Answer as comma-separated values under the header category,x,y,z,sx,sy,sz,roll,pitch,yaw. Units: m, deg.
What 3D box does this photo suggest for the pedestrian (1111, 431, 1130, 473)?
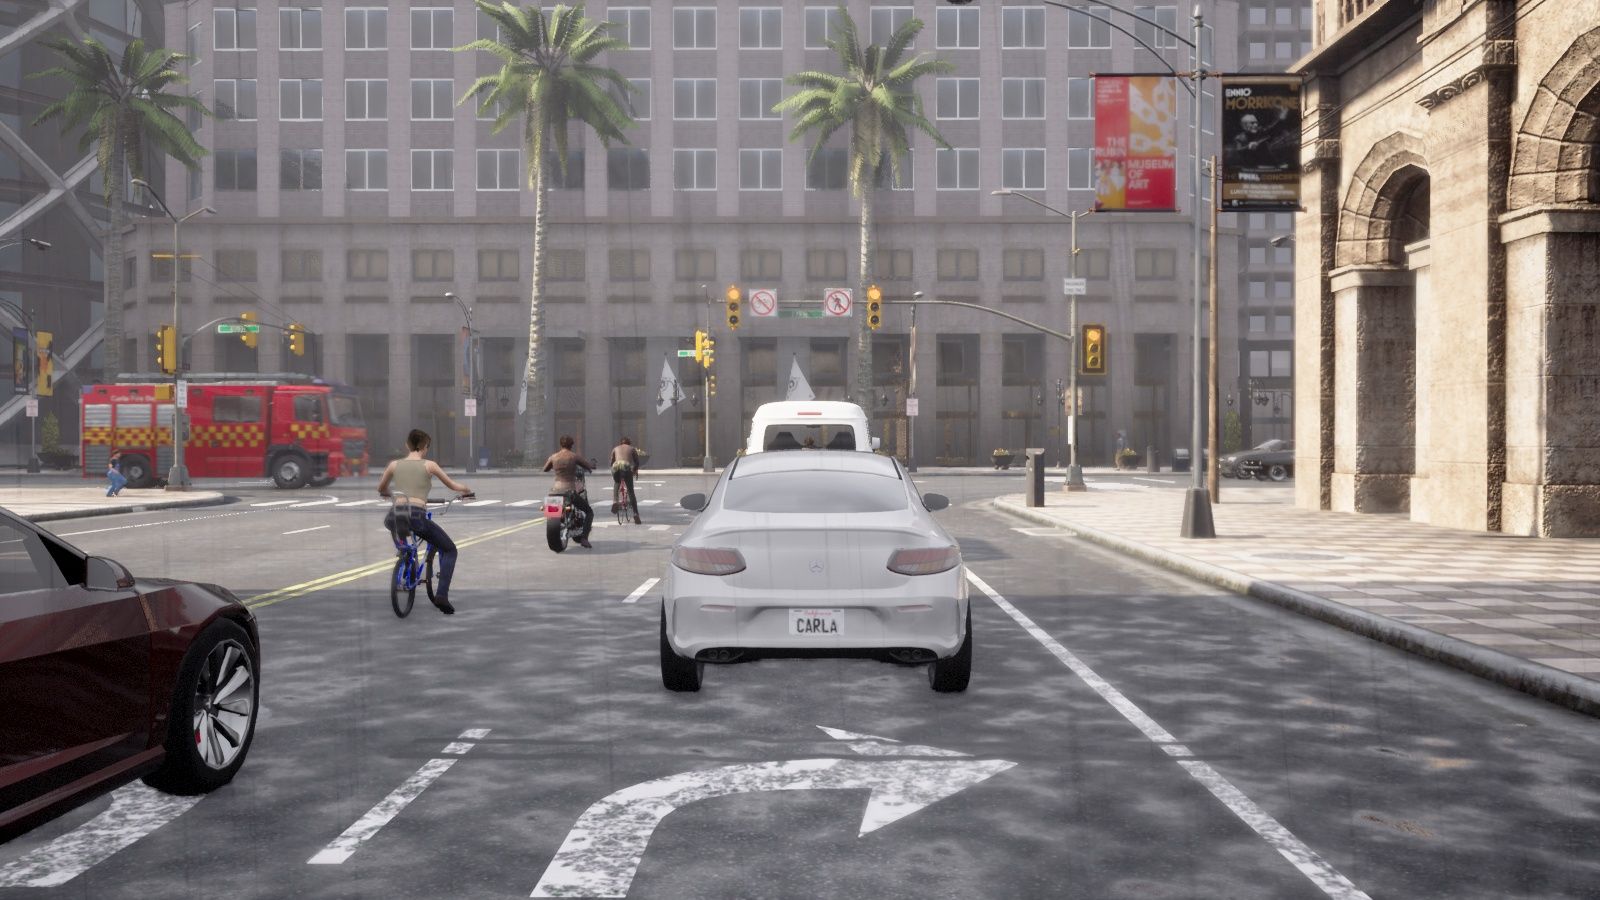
category,x,y,z,sx,sy,sz,roll,pitch,yaw
pedestrian,14.897,0.086,58.377,0.788,1.949,0.423,0,0,-7

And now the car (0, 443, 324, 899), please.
category,x,y,z,sx,sy,sz,roll,pitch,yaw
car,-3.449,0.722,3.799,2.163,1.488,4.792,0,0,1

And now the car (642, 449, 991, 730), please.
category,x,y,z,sx,sy,sz,roll,pitch,yaw
car,0.104,0.722,8.867,1.812,1.442,4.674,0,0,0

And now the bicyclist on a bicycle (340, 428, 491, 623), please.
category,x,y,z,sx,sy,sz,roll,pitch,yaw
bicyclist on a bicycle,-3.366,0.617,11.144,0.866,1.612,1.509,0,0,0

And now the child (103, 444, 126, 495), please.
category,x,y,z,sx,sy,sz,roll,pitch,yaw
child,-17.146,0.492,31.413,0.437,1.263,0.270,0,0,0

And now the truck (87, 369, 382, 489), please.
category,x,y,z,sx,sy,sz,roll,pitch,yaw
truck,-18.552,-0.668,41.558,8.468,3.827,2.891,0,0,1

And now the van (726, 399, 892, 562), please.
category,x,y,z,sx,sy,sz,roll,pitch,yaw
van,0.170,0.369,17.908,2.069,2.038,4.480,0,0,1

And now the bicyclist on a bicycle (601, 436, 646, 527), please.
category,x,y,z,sx,sy,sz,roll,pitch,yaw
bicyclist on a bicycle,-3.256,0.565,23.313,0.582,1.620,1.656,0,0,1

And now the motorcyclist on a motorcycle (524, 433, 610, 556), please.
category,x,y,z,sx,sy,sz,roll,pitch,yaw
motorcyclist on a motorcycle,-3.299,0.593,17.981,0.766,1.649,2.350,0,0,1

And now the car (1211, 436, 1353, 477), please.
category,x,y,z,sx,sy,sz,roll,pitch,yaw
car,19.711,0.250,51.521,5.027,1.651,2.152,0,0,1

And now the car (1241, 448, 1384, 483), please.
category,x,y,z,sx,sy,sz,roll,pitch,yaw
car,19.545,0.591,48.045,4.718,1.301,1.895,0,0,1
